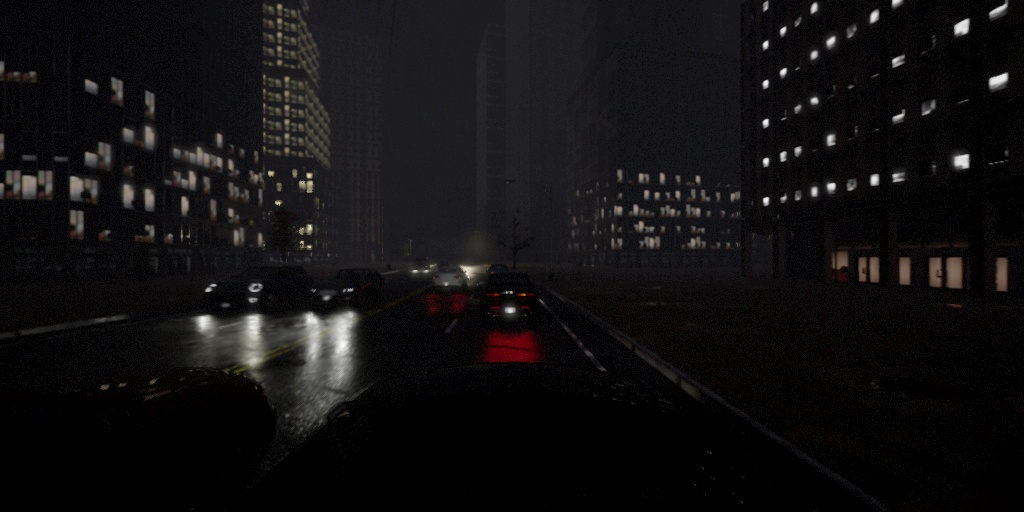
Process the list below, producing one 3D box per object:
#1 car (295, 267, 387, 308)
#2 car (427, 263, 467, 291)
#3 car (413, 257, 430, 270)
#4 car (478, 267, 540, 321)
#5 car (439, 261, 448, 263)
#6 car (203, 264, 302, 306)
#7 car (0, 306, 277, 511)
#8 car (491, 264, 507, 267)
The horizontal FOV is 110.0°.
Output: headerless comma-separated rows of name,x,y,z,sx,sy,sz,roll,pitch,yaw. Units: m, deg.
car,-6.936,1.291,15.678,2.128,1.511,4.902,0,0,-2
car,-3.809,1.340,22.339,1.812,1.442,4.674,0,0,-3
car,-13.980,1.146,55.673,2.150,2.045,5.566,0,0,-8
car,-0.121,1.287,12.530,1.837,1.490,4.892,0,0,-2
car,-10.848,1.471,56.752,2.033,1.411,5.357,0,0,-8
car,-10.157,1.152,14.853,2.097,1.767,4.553,0,0,-2
car,-3.186,1.279,1.507,1.812,1.442,4.674,0,0,0
car,-1.147,1.384,30.964,2.033,1.411,5.357,0,0,-4
